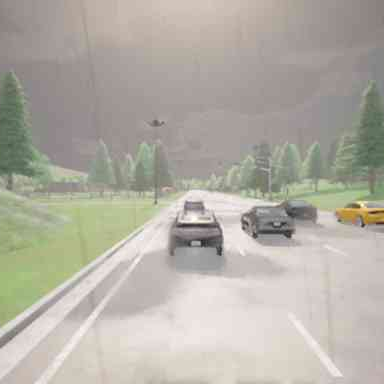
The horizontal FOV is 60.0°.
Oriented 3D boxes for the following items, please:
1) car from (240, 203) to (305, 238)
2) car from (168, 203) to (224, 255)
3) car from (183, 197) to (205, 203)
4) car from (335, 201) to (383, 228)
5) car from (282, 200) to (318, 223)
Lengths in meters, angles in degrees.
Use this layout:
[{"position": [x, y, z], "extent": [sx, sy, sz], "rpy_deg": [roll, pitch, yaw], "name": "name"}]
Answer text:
[{"position": [3.644, 1.404, 16.770], "extent": [2.033, 1.411, 5.357], "rpy_deg": [0, 0, 0], "name": "car"}, {"position": [0.131, 1.379, 12.776], "extent": [2.128, 1.511, 4.902], "rpy_deg": [0, 0, 0], "name": "car"}, {"position": [0.180, 1.222, 31.028], "extent": [2.128, 1.511, 4.902], "rpy_deg": [0, 0, 0], "name": "car"}, {"position": [10.651, 1.305, 20.732], "extent": [1.882, 1.535, 5.008], "rpy_deg": [0, 0, 0], "name": "car"}, {"position": [7.158, 1.280, 23.372], "extent": [1.882, 1.535, 5.008], "rpy_deg": [0, 0, 0], "name": "car"}]
